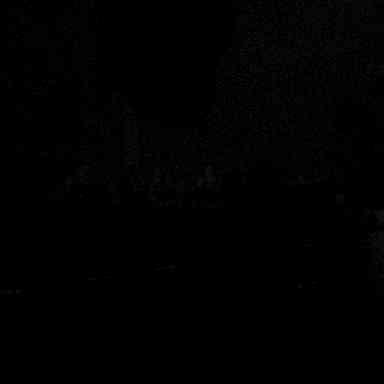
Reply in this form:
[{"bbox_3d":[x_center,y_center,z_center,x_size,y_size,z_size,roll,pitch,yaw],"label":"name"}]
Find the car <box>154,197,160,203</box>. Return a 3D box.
[{"bbox_3d":[-7.830,1.412,61.542,1.812,1.442,4.674,0,0,-39],"label":"car"}]
